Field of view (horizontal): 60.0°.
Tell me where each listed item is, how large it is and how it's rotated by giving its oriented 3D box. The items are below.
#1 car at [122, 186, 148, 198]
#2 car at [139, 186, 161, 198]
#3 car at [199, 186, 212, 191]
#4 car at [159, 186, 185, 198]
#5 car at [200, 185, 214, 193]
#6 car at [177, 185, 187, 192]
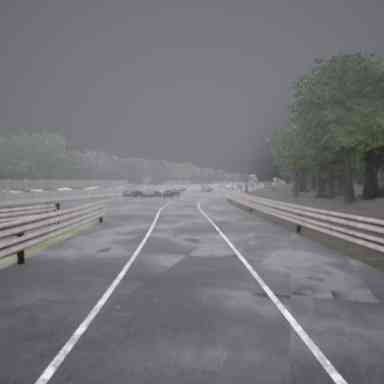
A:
[{"bbox_3d":[-9.941,0.149,56.453,2.128,1.511,4.902,0,2,17],"label":"car"},{"bbox_3d":[-6.589,0.230,55.449,1.994,1.385,4.181,0,2,17],"label":"car"},{"bbox_3d":[3.674,-0.940,89.853,2.033,1.411,5.357,0,2,17],"label":"car"},{"bbox_3d":[-3.234,0.179,54.450,1.837,1.490,4.892,0,2,17],"label":"car"},{"bbox_3d":[3.588,-0.548,77.319,2.033,1.411,5.357,0,2,17],"label":"car"},{"bbox_3d":[-2.542,-0.643,81.260,2.128,1.511,4.902,0,2,17],"label":"car"}]
